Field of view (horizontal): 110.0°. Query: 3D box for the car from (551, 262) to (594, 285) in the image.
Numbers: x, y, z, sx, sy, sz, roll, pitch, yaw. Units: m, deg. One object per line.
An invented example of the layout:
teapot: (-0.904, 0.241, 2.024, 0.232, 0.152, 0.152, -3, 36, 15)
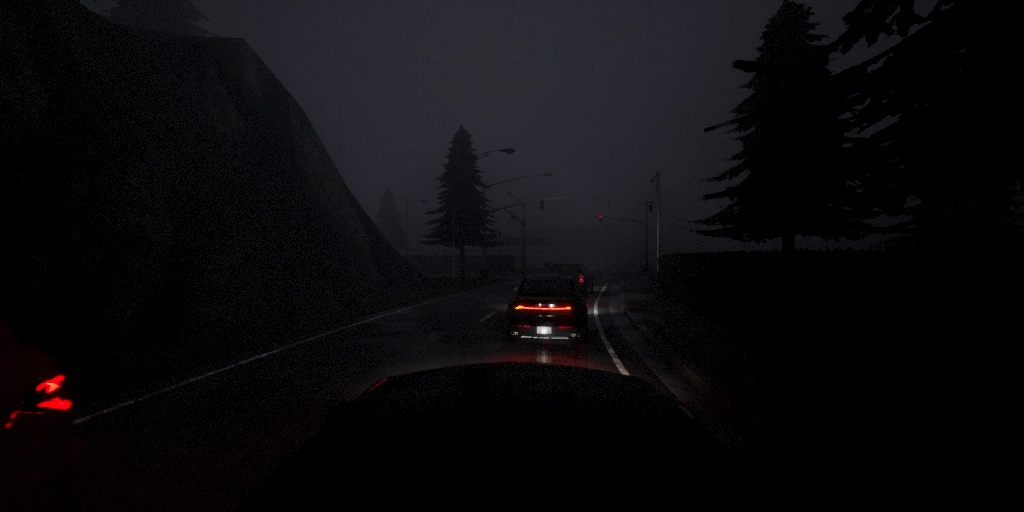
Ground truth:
car: (3.024, 1.102, 18.569, 2.097, 1.767, 4.553, 0, 0, 17)

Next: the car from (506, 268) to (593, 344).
car: (1.021, 1.255, 9.648, 1.837, 1.490, 4.892, 0, 0, 9)
